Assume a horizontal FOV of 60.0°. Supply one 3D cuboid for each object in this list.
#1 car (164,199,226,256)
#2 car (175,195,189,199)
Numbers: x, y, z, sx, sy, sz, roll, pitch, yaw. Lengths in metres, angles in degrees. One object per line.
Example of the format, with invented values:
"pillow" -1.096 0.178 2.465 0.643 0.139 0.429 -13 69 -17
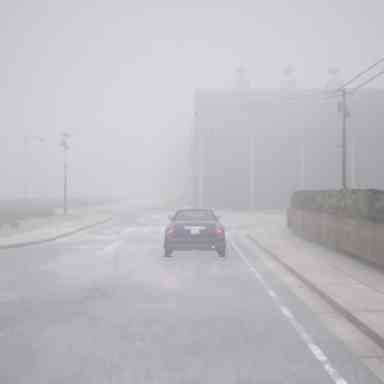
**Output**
"car" 0.096 1.309 12.984 2.097 1.767 4.553 0 0 0
"car" -2.542 1.320 85.240 1.895 1.301 4.718 0 0 24
